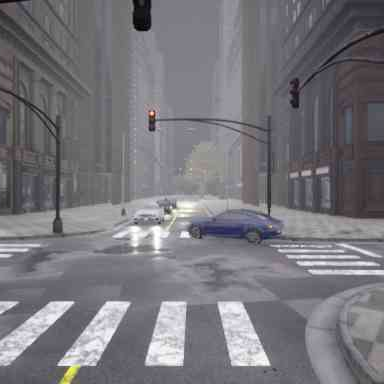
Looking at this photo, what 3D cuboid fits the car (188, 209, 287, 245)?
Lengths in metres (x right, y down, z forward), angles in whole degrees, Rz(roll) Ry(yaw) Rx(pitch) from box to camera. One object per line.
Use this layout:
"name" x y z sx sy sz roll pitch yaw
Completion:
"car" 2.005 1.526 15.436 4.674 1.442 1.812 0 1 33

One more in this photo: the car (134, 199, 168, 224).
"car" -3.070 1.516 24.549 1.812 1.442 4.674 0 0 0

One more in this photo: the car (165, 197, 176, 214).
"car" -3.059 1.538 34.959 2.033 1.411 5.357 0 0 0
